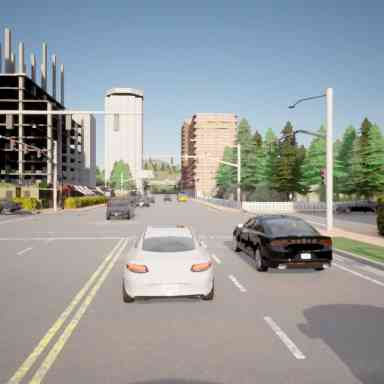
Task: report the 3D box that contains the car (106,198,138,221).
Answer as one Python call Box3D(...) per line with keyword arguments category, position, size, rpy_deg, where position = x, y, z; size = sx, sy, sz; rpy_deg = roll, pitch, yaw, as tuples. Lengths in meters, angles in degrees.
Box3D(category="car", position=(-5.900, 1.504, 27.751), size=(1.837, 1.490, 4.892), rpy_deg=(0, 0, -3))

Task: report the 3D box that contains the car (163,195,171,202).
Box3D(category="car", position=(-5.732, 1.517, 77.691), size=(2.128, 1.511, 4.902), rpy_deg=(0, 0, -4))

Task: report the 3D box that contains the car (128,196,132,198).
Box3D(category="car", position=(-11.670, 1.477, 62.269), size=(1.882, 1.535, 5.008), rpy_deg=(0, 0, -4))

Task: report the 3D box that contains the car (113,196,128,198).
Box3D(category="car", position=(-10.557, 1.477, 46.502), size=(1.882, 1.535, 5.008), rpy_deg=(0, 0, -4))

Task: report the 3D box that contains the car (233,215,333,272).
Box3D(category="car", position=(2.665, 1.478, 10.903), size=(1.882, 1.535, 5.008), rpy_deg=(0, 0, -5))

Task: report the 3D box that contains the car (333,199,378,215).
Box3D(category="car", position=(17.026, 1.491, 34.053), size=(4.902, 1.511, 2.128), rpy_deg=(0, 0, -3))

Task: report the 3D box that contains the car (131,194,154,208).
Box3D(category="car", position=(-7.221, 1.490, 48.879), size=(2.128, 1.511, 4.902), rpy_deg=(0, 0, -4))

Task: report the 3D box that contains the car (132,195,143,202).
Box3D(category="car", position=(-12.742, 1.531, 77.570), size=(2.033, 1.411, 5.357), rpy_deg=(0, 0, -4))

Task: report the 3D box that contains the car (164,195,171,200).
Box3D(category="car", position=(-6.362, 1.379, 86.262), size=(1.994, 1.385, 4.181), rpy_deg=(0, 0, -4))

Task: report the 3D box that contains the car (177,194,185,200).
Box3D(category="car", position=(-2.871, 1.304, 86.518), size=(1.882, 1.535, 5.008), rpy_deg=(0, 0, -4))

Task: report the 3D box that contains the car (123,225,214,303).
Box3D(category="car", position=(-0.597, 1.526, 8.162), size=(1.812, 1.442, 4.674), rpy_deg=(0, 0, -5))

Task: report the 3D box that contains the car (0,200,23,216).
Box3D(category="car", position=(-19.075, 1.491, 32.214), size=(4.902, 1.511, 2.128), rpy_deg=(0, 0, -5))

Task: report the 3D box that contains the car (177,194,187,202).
Box3D(category="car", position=(-2.169, 1.470, 76.971), size=(1.882, 1.535, 5.008), rpy_deg=(0, 0, -4))

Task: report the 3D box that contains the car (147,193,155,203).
Box3D(category="car", position=(-8.451, 1.492, 66.660), size=(2.128, 1.511, 4.902), rpy_deg=(0, 0, -4))
